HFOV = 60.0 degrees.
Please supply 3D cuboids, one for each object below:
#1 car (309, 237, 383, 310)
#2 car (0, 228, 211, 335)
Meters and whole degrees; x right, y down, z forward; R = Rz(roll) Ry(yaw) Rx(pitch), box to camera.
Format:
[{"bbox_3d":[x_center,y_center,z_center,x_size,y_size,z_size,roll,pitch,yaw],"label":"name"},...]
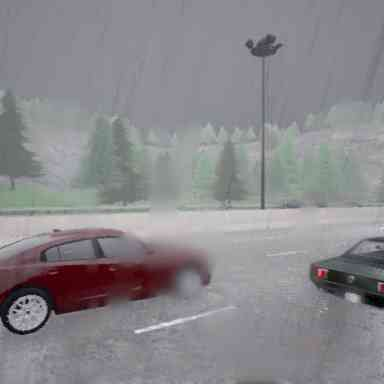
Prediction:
[{"bbox_3d":[4.811,1.648,7.212,4.718,1.301,1.895,0,0,-32],"label":"car"},{"bbox_3d":[-1.891,1.481,6.779,5.008,1.535,1.882,1,-1,-34],"label":"car"}]
